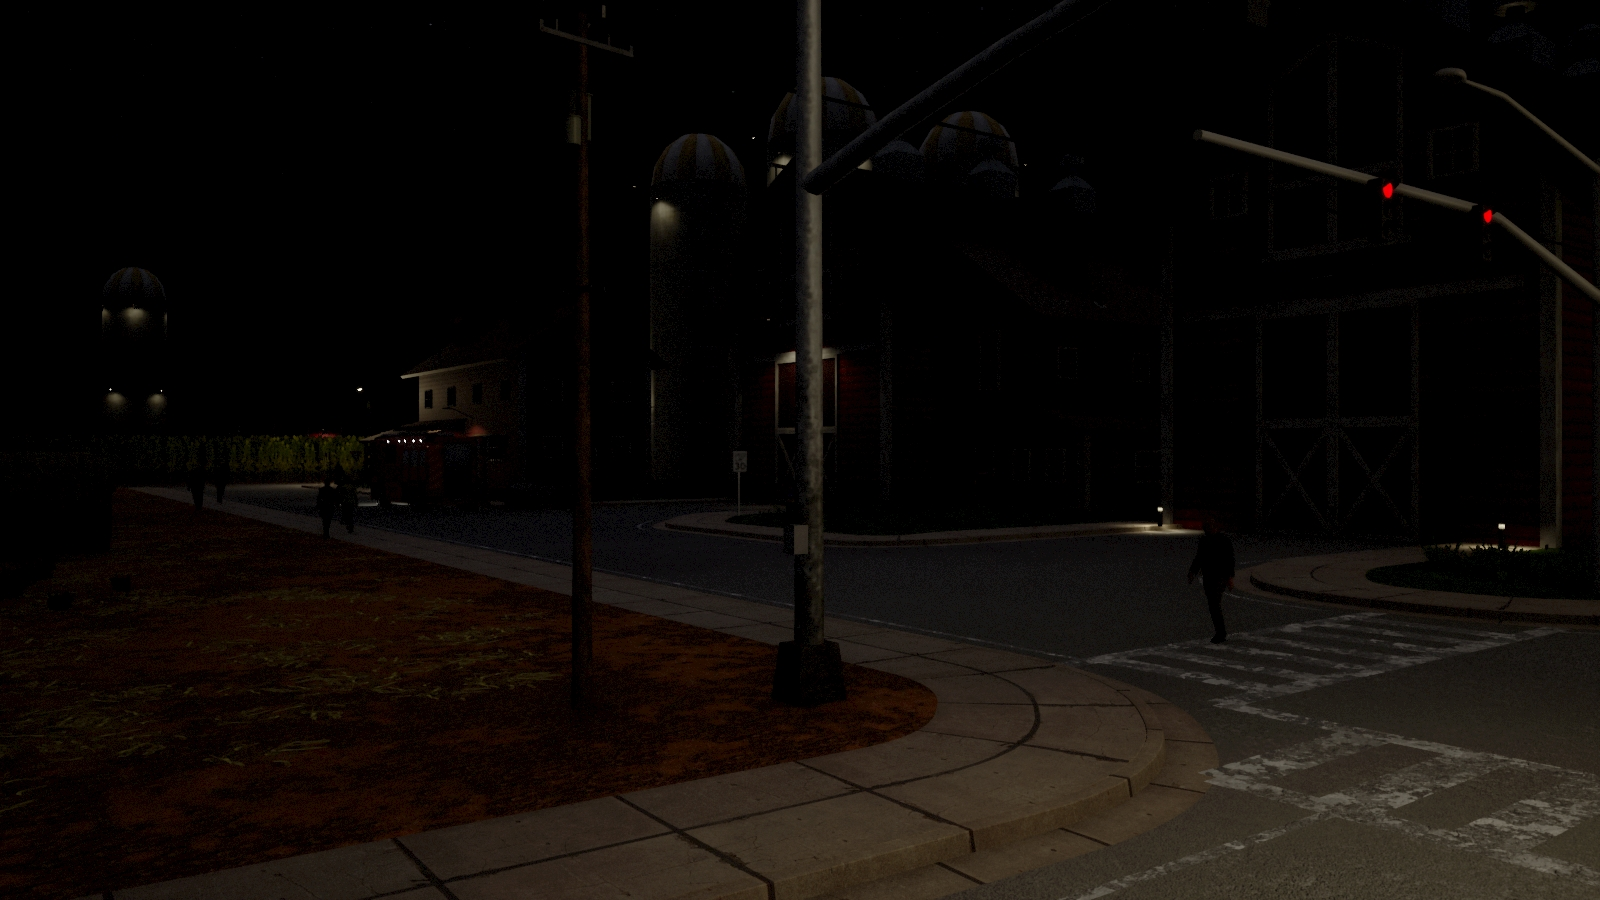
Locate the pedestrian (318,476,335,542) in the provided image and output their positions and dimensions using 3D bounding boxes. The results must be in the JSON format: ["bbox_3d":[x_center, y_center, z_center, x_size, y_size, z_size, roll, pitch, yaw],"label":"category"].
[{"bbox_3d":[-13.429,1.666,32.376,0.375,1.860,0.375,0,0,-33],"label":"pedestrian"}]

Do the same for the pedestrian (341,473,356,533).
[{"bbox_3d":[-14.221,1.665,36.018,0.375,1.860,0.375,0,0,-32],"label":"pedestrian"}]

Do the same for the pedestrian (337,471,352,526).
[{"bbox_3d":[-15.615,1.664,39.184,0.375,1.860,0.375,0,0,-42],"label":"pedestrian"}]

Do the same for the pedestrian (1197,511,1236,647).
[{"bbox_3d":[5.896,1.814,16.182,0.375,1.860,0.375,0,0,-32],"label":"pedestrian"}]

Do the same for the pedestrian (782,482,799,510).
[{"bbox_3d":[-0.369,1.887,46.691,0.500,1.100,0.500,0,0,32],"label":"pedestrian"}]
